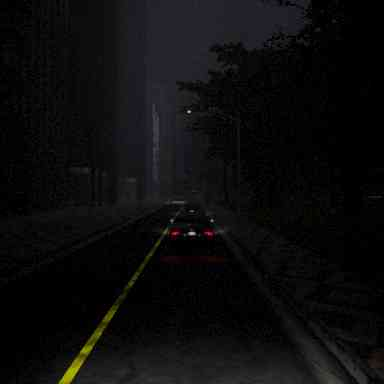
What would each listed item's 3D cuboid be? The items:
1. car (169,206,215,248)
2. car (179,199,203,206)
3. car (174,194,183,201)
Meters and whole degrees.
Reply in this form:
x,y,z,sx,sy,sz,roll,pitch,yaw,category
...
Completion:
x,y,z,sx,sy,sz,roll,pitch,yaw,category
0.000,1.568,14.656,2.033,1.411,5.357,0,0,0,car
-0.001,1.573,29.661,1.994,1.385,4.181,0,0,0,car
-3.000,1.441,75.952,1.994,1.385,4.181,0,0,0,car
